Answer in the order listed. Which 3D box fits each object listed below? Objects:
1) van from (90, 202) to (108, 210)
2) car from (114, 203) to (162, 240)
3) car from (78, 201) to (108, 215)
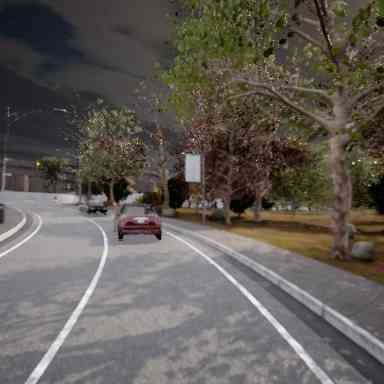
[{"bbox_3d":[-25.653,3.870,91.816,4.442,1.987,1.878,-4,-7,25],"label":"van"},{"bbox_3d":[-2.925,1.380,17.402,2.097,1.767,4.553,1,0,-16],"label":"car"},{"bbox_3d":[-9.873,1.567,32.925,1.895,1.301,4.718,3,-1,-31],"label":"car"}]
